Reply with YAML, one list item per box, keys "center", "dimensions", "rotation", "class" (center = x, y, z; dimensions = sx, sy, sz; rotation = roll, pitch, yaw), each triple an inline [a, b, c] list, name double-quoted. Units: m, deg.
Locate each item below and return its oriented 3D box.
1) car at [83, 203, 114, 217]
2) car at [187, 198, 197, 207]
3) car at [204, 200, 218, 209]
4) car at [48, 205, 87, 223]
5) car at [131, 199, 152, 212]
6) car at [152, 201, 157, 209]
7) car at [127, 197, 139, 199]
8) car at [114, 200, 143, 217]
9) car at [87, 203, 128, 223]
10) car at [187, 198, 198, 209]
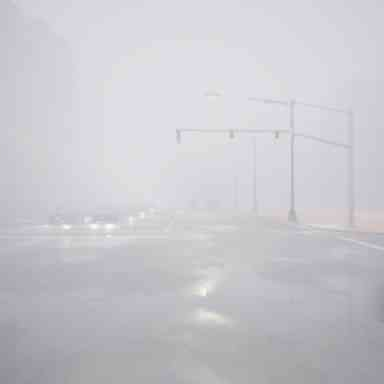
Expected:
- center: [-10.592, 1.972, 38.095]
  dimensions: [2.033, 1.411, 5.357]
  rotation: [0, -1, 0]
  class: "car"
- center: [-0.005, 2.127, 69.246]
  dimensions: [2.097, 1.767, 4.553]
  rotation: [0, -1, 0]
  class: "car"
- center: [3.494, 2.149, 57.789]
  dimensions: [1.837, 1.490, 4.892]
  rotation: [0, -1, 0]
  class: "car"
- center: [-10.596, 1.844, 28.520]
  dimensions: [1.812, 1.442, 4.674]
  rotation: [0, -1, 0]
  class: "car"
- center: [-7.093, 2.077, 45.982]
  dimensions: [1.994, 1.385, 4.181]
  rotation: [0, -1, 0]
  class: "car"
- center: [-7.070, 2.188, 55.958]
  dimensions: [1.994, 1.385, 4.181]
  rotation: [0, -1, 0]
  class: "car"
- center: [-10.551, 1.874, 58.528]
  dimensions: [2.150, 2.045, 5.566]
  rotation: [0, -1, 0]
  class: "car"
- center: [-7.092, 1.941, 37.232]
  dimensions: [1.812, 1.442, 4.674]
  rotation: [0, -1, 0]
  class: "car"
- center: [-7.096, 1.882, 28.488]
  dimensions: [1.994, 1.385, 4.181]
  rotation: [0, -1, 0]
  class: "car"
- center: [0.093, 2.150, 59.066]
  dimensions: [2.128, 1.511, 4.902]
  rotation: [0, -1, 0]
  class: "car"
